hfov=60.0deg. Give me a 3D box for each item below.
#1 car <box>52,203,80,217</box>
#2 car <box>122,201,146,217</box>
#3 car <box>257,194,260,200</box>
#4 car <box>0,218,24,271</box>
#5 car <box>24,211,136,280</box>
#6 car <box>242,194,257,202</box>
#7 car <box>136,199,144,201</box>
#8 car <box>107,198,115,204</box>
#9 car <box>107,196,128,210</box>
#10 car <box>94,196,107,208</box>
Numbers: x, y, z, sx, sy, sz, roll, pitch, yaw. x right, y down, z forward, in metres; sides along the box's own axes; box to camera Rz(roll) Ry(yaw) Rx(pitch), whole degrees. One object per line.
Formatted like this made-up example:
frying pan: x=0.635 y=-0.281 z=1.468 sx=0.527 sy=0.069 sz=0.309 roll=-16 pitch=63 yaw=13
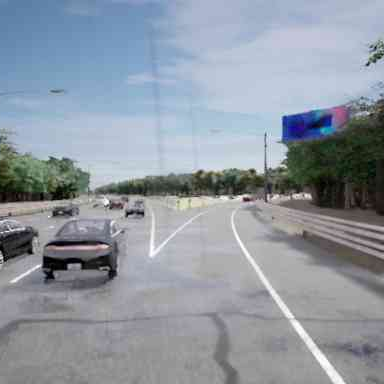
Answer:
car: x=-12.584 y=1.780 z=33.325 sx=1.812 sy=1.442 sz=4.674 roll=0 pitch=-1 yaw=-7
car: x=-5.705 y=1.835 z=33.848 sx=1.895 sy=1.301 sz=4.718 roll=0 pitch=0 yaw=-7
car: x=17.652 y=1.380 z=90.067 sx=2.097 sy=1.767 sz=4.553 roll=0 pitch=0 yaw=28
car: x=-6.489 y=1.567 z=10.657 sx=2.128 sy=1.511 sz=4.902 roll=0 pitch=0 yaw=-6
car: x=-3.019 y=1.553 z=10.209 sx=2.128 sy=1.511 sz=4.902 roll=0 pitch=0 yaw=-6
car: x=13.633 y=1.645 z=80.751 sx=1.882 sy=1.535 sz=5.008 roll=0 pitch=0 yaw=23
car: x=-8.677 y=1.957 z=55.471 sx=1.837 sy=1.490 sz=4.892 roll=0 pitch=-1 yaw=-9
car: x=-20.924 y=2.372 z=85.729 sx=1.812 sy=1.442 sz=4.674 roll=0 pitch=-1 yaw=-11
car: x=-11.442 y=1.770 z=51.162 sx=2.097 sy=1.767 sz=4.553 roll=0 pitch=-1 yaw=-8
car: x=-16.173 y=1.745 z=59.389 sx=2.150 sy=2.045 sz=5.566 roll=0 pitch=-1 yaw=-9
